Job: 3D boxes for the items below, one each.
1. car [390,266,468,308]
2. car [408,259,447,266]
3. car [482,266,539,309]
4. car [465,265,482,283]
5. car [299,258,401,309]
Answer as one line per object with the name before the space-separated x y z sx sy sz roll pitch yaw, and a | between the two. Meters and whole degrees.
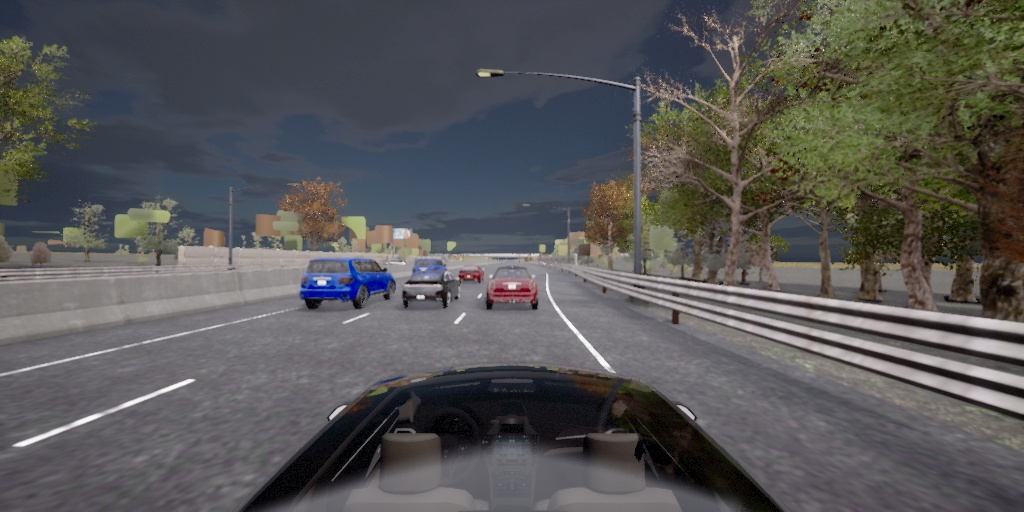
car | -3.488 1.379 16.141 2.128 1.511 4.902 0 0 0
car | -6.985 1.249 30.865 2.150 2.045 5.566 0 0 0
car | 0.010 1.234 15.921 2.097 1.767 4.553 0 -1 0
car | -3.478 1.515 31.330 1.882 1.535 5.008 0 0 0
car | -6.992 1.100 15.875 2.150 2.045 5.566 0 0 0
